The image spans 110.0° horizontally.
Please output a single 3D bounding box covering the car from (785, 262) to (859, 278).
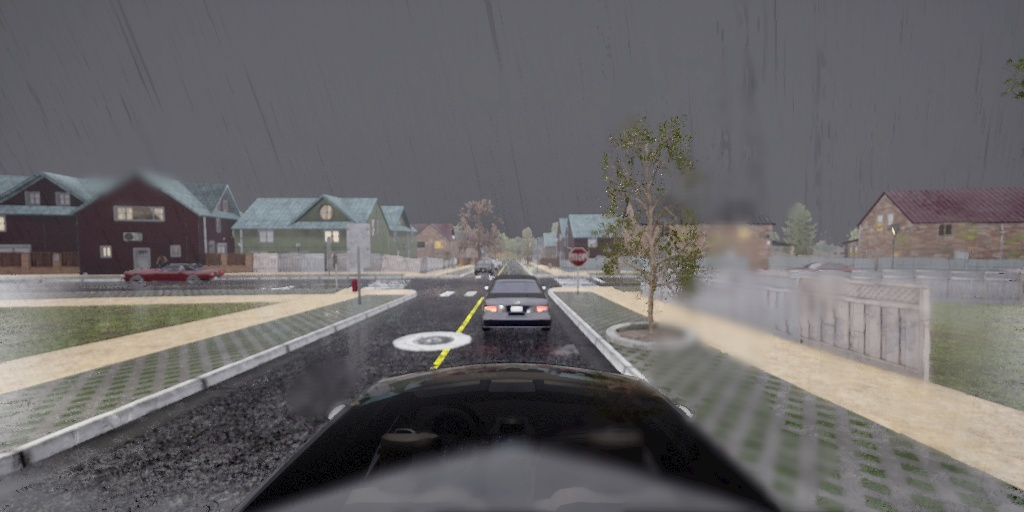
[{"bbox_3d":[22.795,1.176,26.395,4.674,1.442,1.812,0,3,6],"label":"car"}]

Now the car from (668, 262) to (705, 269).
[{"bbox_3d":[12.569,1.174,27.132,4.181,1.385,1.994,0,3,2],"label":"car"}]

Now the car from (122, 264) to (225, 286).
[{"bbox_3d":[-21.862,1.153,23.310,4.718,1.301,1.895,0,3,-16],"label":"car"}]

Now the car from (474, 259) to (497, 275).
[{"bbox_3d":[-2.847,1.169,37.616,1.837,1.490,4.892,0,0,0],"label":"car"}]

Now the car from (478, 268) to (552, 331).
[{"bbox_3d":[0.103,1.267,10.820,2.033,1.411,5.357,0,0,0],"label":"car"}]

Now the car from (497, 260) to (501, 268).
[{"bbox_3d":[-2.840,1.186,47.632,1.812,1.442,4.674,0,0,0],"label":"car"}]

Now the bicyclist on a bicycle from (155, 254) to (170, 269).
[{"bbox_3d":[-24.882,0.694,25.541,0.582,1.620,1.656,0,3,-16],"label":"bicyclist on a bicycle"}]

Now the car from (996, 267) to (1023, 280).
[{"bbox_3d":[36.179,1.243,24.151,5.008,1.535,1.882,0,3,13],"label":"car"}]
